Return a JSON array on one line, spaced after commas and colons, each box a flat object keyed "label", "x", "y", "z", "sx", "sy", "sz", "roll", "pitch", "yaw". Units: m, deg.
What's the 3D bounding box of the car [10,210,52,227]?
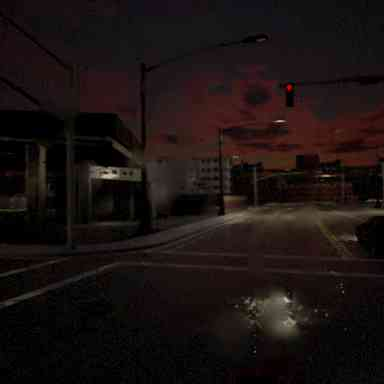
[{"label": "car", "x": -13.420, "y": 2.192, "z": 26.922, "sx": 3.806, "sy": 1.475, "sz": 1.970, "roll": -1, "pitch": -1, "yaw": 18}]

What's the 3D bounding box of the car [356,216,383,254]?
[{"label": "car", "x": 8.313, "y": 1.700, "z": 14.028, "sx": 2.033, "sy": 1.411, "sz": 5.357, "roll": -1, "pitch": -1, "yaw": 17}]

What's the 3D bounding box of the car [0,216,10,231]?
[{"label": "car", "x": -14.483, "y": 1.938, "z": 21.229, "sx": 4.611, "sy": 1.667, "sz": 2.242, "roll": -1, "pitch": -1, "yaw": 18}]
